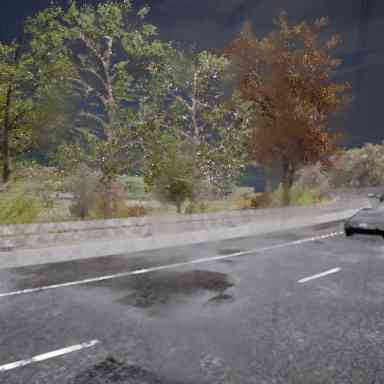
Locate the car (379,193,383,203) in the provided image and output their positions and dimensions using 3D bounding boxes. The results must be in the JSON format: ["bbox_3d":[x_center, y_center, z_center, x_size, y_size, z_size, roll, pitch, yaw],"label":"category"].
[{"bbox_3d":[34.872,0.945,58.603,2.150,2.045,5.566,0,0,15],"label":"car"}]

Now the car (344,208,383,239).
[{"bbox_3d":[9.375,1.493,16.895,1.994,1.385,4.181,0,0,45],"label":"car"}]
